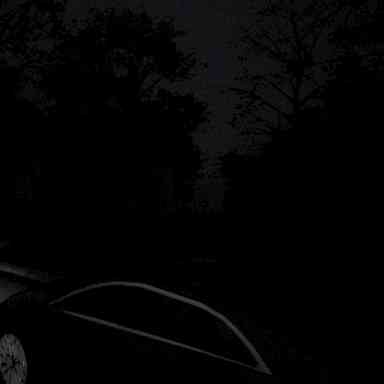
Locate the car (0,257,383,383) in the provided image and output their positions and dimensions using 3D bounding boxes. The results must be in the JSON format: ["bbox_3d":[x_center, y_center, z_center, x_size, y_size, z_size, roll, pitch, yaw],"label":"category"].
[{"bbox_3d":[-0.268,1.491,3.569,4.902,1.511,2.128,0,0,36],"label":"car"}]
